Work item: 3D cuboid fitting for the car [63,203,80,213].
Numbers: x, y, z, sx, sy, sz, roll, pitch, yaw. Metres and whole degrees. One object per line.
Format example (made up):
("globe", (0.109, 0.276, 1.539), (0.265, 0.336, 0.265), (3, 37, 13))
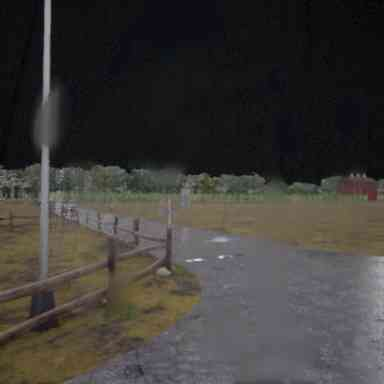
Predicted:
("car", (-17.673, 2.358, 48.500), (2.033, 1.411, 5.357), (-1, 0, -28))
